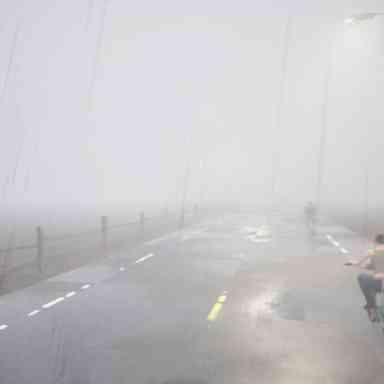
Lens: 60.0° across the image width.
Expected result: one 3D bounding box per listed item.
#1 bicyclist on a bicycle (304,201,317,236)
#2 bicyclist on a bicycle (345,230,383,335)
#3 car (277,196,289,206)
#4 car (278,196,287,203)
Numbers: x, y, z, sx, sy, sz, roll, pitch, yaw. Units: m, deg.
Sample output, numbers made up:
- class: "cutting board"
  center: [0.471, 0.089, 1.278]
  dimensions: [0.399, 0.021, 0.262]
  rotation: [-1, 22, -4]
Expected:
- class: "bicyclist on a bicycle"
  center: [6.022, 1.334, 16.938]
  dimensions: [0.659, 1.776, 1.843]
  rotation: [-2, 0, 15]
- class: "bicyclist on a bicycle"
  center: [2.899, 1.392, 5.173]
  dimensions: [0.866, 1.612, 1.509]
  rotation: [-2, 0, 15]
- class: "car"
  center: [16.620, 1.682, 60.389]
  dimensions: [2.128, 1.511, 4.902]
  rotation: [-1, -2, 13]
- class: "car"
  center: [20.296, 1.738, 74.692]
  dimensions: [1.837, 1.490, 4.892]
  rotation: [-2, -1, 15]
